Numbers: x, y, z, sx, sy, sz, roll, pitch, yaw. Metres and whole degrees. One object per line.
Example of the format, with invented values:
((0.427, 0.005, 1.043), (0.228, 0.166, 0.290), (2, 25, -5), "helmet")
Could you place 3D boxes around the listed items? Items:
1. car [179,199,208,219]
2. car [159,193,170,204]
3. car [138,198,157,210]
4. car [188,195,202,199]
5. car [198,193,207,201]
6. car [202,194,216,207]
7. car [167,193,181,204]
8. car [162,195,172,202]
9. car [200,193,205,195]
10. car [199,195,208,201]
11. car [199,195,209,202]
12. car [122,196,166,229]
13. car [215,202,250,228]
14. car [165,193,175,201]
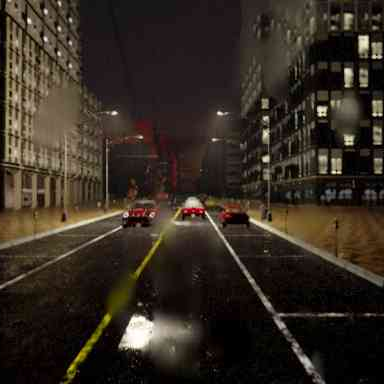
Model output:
((0.105, 1.572, 28.509), (1.895, 1.301, 4.718), (0, 0, 0), "car")
((-5.663, 1.253, 64.754), (2.192, 1.841, 5.009), (1, 0, 0), "car")
((-5.671, 1.523, 42.972), (1.947, 1.339, 4.313), (1, 0, 0), "car")
((0.105, 1.481, 44.658), (1.812, 1.442, 4.674), (0, 0, 0), "car")
((2.793, 1.234, 86.539), (2.192, 1.841, 5.009), (1, 0, 0), "car")
((2.711, 1.477, 48.635), (1.752, 1.417, 4.829), (1, 0, 0), "car")
((-3.030, 1.452, 61.935), (1.837, 1.490, 4.892), (0, 0, 1), "car")
((-5.666, 1.473, 75.646), (1.887, 1.381, 4.507), (1, 0, 0), "car")
((2.713, 1.482, 64.784), (1.887, 1.381, 4.507), (1, 0, 0), "car")
((2.715, 1.490, 81.103), (1.947, 1.339, 4.313), (1, 0, 0), "car")
((2.714, 1.494, 75.664), (1.947, 1.339, 4.313), (1, 0, 0), "car")
((-3.095, 1.330, 21.426), (2.097, 1.767, 4.553), (0, 0, 0), "car")
((2.706, 1.559, 21.693), (1.802, 1.307, 4.206), (1, 0, 0), "car")
((-5.734, 1.235, 86.534), (2.192, 1.841, 5.009), (1, 0, 0), "car")
